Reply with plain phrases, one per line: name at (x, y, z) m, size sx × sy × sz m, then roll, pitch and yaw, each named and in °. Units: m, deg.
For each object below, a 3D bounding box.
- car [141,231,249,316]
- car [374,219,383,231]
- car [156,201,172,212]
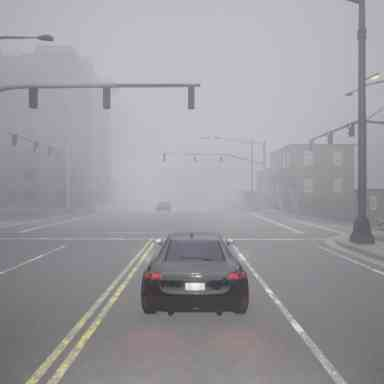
car at (0.056, 1.564, 7.614) m, size 1.994 × 1.385 × 4.181 m, roll 0°, pitch 0°, yaw 0°
car at (17.826, 2.712, 27.750) m, size 4.553 × 1.767 × 2.097 m, roll 8°, pitch 0°, yaw 0°
car at (-3.711, 2.014, 44.582) m, size 1.837 × 1.490 × 4.892 m, roll 0°, pitch -4°, yaw 0°
